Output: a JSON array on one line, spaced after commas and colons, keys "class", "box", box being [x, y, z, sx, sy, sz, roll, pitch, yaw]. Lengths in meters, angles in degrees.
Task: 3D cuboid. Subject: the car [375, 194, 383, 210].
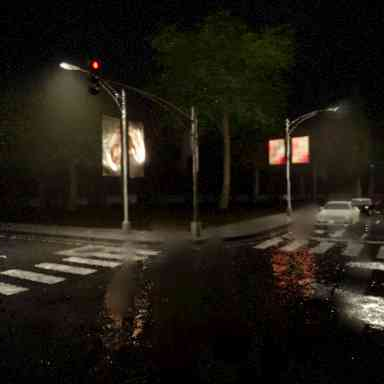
[{"class": "car", "box": [18.660, 1.014, 34.518, 1.812, 1.442, 4.674, -1, 0, 34]}]

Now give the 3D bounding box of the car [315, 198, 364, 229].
[{"class": "car", "box": [8.607, 1.260, 19.465, 1.812, 1.442, 4.674, -1, 0, 34]}]

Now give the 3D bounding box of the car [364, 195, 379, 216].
[{"class": "car", "box": [13.613, 1.205, 26.957, 1.895, 1.301, 4.718, -1, 0, 34]}]
